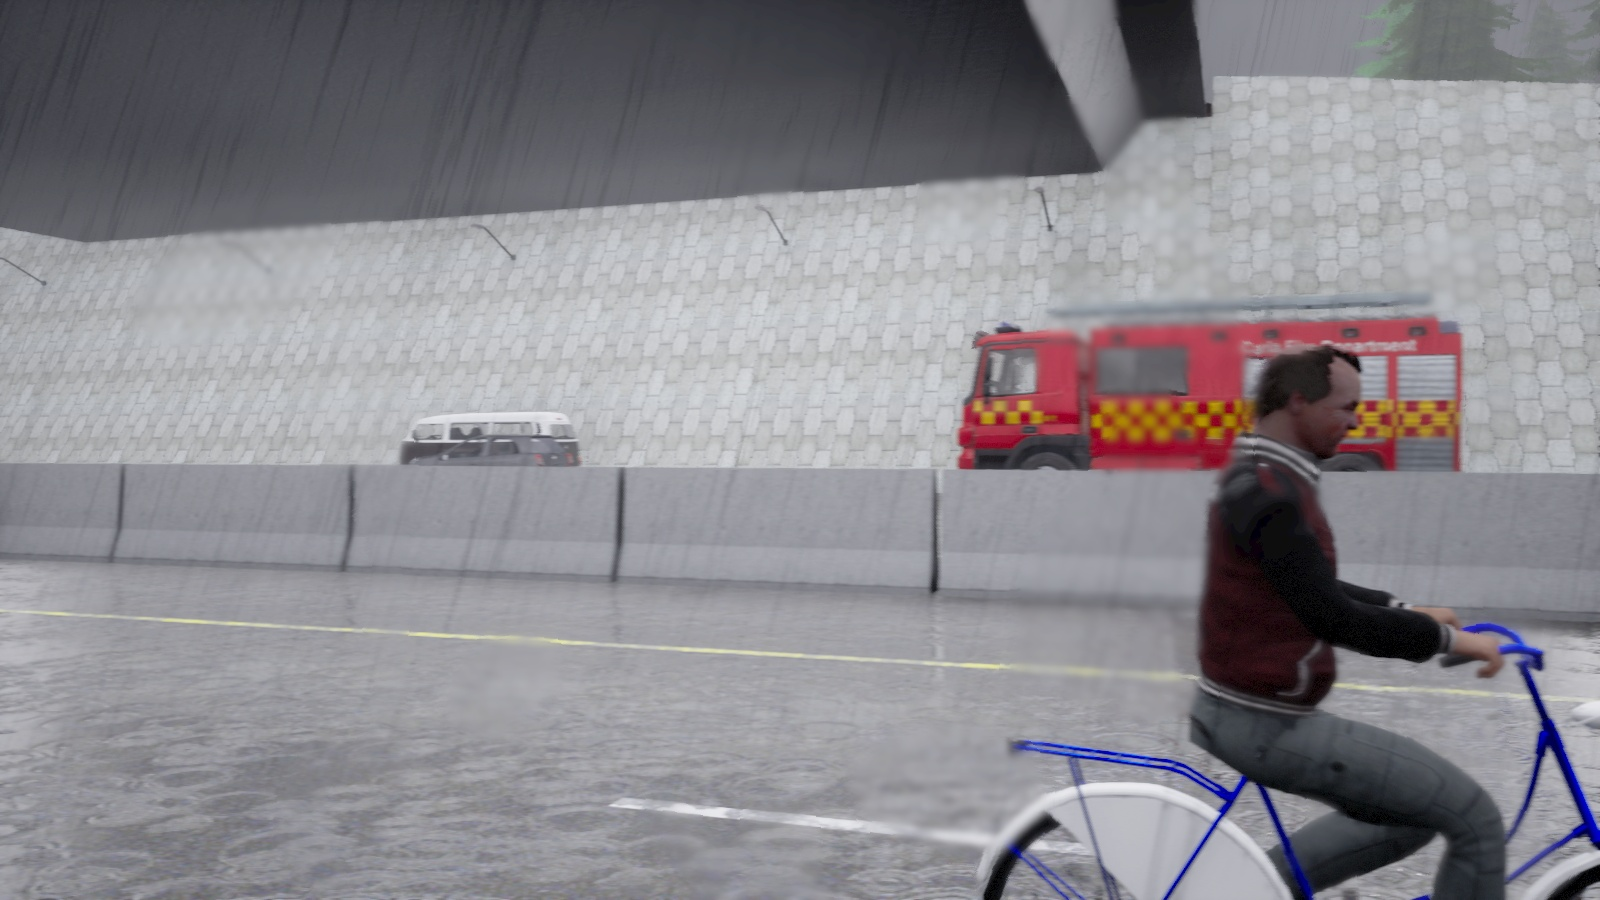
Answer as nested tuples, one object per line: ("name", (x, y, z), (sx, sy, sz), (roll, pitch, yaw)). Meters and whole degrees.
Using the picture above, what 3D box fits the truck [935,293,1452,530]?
("truck", (6.952, -0.680, 22.992), (8.468, 3.827, 2.891), (1, 1, 19))

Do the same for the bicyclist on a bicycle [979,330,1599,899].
("bicyclist on a bicycle", (1.366, 0.658, 2.732), (1.843, 1.776, 0.659), (0, 1, 19))

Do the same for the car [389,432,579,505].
("car", (-6.945, 0.371, 27.685), (3.633, 1.501, 1.845), (1, 1, 19))

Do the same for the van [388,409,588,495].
("van", (-7.856, 0.013, 31.679), (4.480, 2.038, 2.069), (1, 1, 19))
